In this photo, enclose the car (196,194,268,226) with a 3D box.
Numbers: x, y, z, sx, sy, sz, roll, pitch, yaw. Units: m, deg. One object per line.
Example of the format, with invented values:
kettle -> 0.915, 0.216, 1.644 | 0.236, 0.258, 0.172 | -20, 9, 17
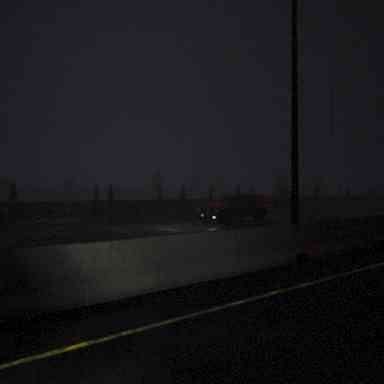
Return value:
car -> 2.917, 1.145, 23.276 | 5.566, 2.045, 2.150 | 0, 0, -36
